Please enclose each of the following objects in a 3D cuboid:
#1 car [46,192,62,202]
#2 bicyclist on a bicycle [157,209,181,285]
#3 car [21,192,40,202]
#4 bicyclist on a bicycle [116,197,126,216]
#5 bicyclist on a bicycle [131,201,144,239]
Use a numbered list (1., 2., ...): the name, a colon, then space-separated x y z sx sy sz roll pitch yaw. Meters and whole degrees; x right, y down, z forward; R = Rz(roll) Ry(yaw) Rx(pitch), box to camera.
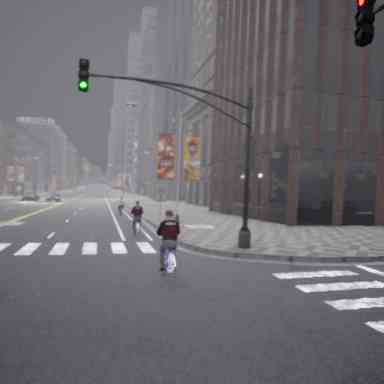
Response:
1. car: -21.325 0.794 51.403 1.837 1.490 4.892 2 0 -15
2. bicyclist on a bicycle: -0.623 1.317 8.417 0.659 1.776 1.843 1 -1 -15
3. car: -24.462 0.742 50.553 1.994 1.385 4.181 2 0 -15
4. bicyclist on a bicycle: -6.128 1.247 28.774 0.866 1.612 1.509 2 0 -15
5. bicyclist on a bicycle: -2.655 1.291 15.957 0.659 1.776 1.843 2 0 -15
